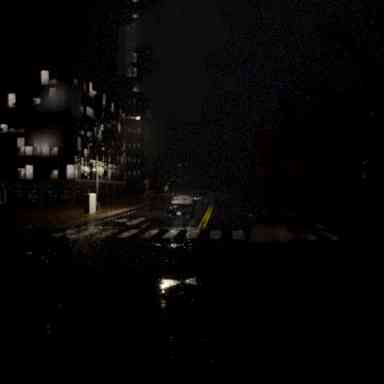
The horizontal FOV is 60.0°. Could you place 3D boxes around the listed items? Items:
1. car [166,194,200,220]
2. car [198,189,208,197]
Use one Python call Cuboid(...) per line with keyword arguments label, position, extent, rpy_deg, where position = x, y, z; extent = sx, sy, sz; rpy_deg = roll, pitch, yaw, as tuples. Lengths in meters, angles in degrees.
Cuboid(label="car", position=(-0.617, 1.059, 23.667), extent=(2.128, 1.511, 4.902), rpy_deg=(0, 1, 5))
Cuboid(label="car", position=(2.226, 0.166, 66.368), extent=(1.994, 1.385, 4.181), rpy_deg=(0, 1, 2))
